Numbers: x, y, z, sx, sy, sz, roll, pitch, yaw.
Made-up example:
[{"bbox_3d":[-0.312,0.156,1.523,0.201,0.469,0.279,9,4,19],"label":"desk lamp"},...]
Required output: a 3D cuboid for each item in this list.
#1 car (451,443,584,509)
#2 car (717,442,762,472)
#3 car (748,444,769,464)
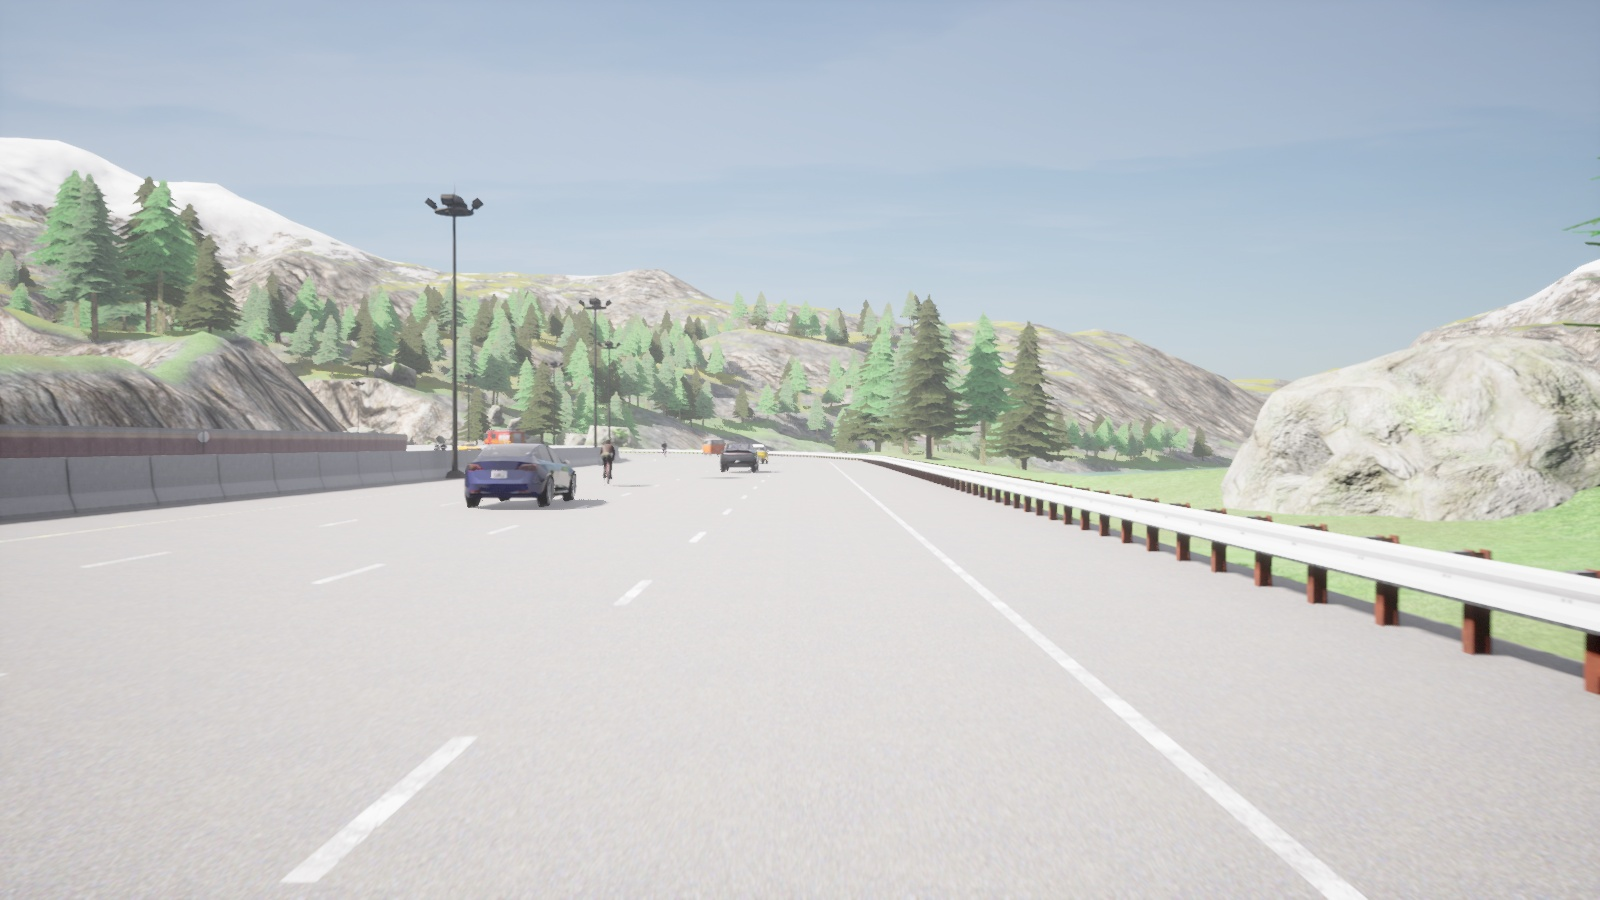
[{"bbox_3d":[-6.807,0.567,30.847,2.163,1.488,4.792,0,0,0],"label":"car"},{"bbox_3d":[-3.108,0.331,65.421,2.128,1.511,4.902,0,0,0],"label":"car"},{"bbox_3d":[-2.967,0.291,90.133,1.481,1.376,2.207,0,1,0],"label":"car"}]
